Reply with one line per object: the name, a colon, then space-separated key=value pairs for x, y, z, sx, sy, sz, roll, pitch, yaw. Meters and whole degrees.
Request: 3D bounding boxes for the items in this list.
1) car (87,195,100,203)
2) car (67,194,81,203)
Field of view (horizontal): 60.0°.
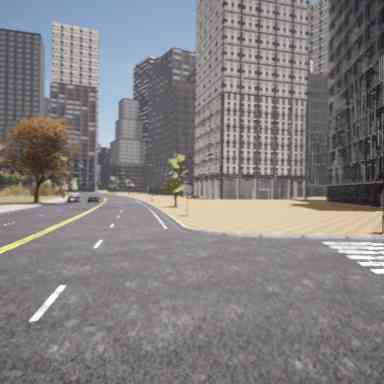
car: x=-17.072 y=1.182 z=57.878 sx=1.994 sy=1.385 sz=4.181 roll=1 pitch=0 yaw=-12
car: x=-20.243 y=1.067 z=57.172 sx=2.128 sy=1.511 sz=4.902 roll=1 pitch=0 yaw=-12
